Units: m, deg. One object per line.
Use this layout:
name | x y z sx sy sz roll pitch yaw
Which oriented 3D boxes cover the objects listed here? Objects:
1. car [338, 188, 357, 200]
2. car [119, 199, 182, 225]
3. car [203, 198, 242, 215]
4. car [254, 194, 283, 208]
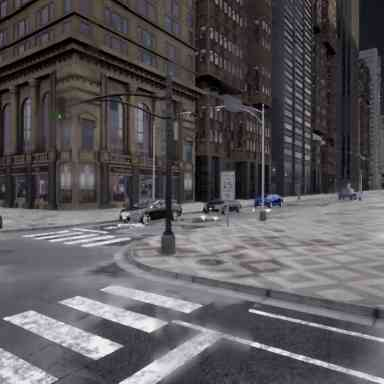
car | 27.047 0.361 57.845 2.150 2.045 5.566 0 1 36
car | -2.616 1.236 21.893 2.128 1.511 4.902 0 1 36
car | 2.718 1.185 29.342 1.994 1.385 4.181 0 1 36
car | 8.749 0.961 37.766 1.882 1.535 5.008 0 1 36
